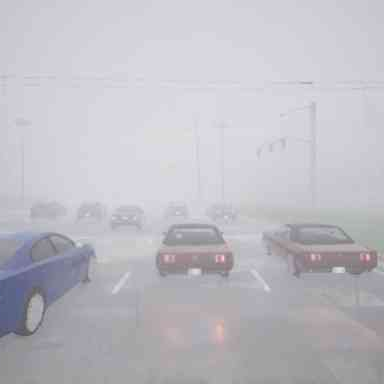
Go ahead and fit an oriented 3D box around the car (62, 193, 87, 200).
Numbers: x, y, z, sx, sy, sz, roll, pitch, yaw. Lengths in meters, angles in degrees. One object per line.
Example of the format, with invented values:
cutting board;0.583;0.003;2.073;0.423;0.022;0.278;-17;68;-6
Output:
car;-29.491;1.545;83.582;5.357;1.411;2.033;0;0;35

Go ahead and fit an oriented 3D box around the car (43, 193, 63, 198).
car;-33.502;1.230;82.139;5.566;2.045;2.150;0;0;32

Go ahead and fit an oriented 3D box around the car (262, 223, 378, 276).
car;3.525;1.601;10.269;1.895;1.301;4.718;0;0;-1

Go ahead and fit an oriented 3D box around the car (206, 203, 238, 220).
car;2.323;1.602;27.537;1.895;1.301;4.718;0;0;-7

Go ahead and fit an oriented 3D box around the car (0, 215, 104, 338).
car;-3.416;1.478;6.671;1.882;1.535;5.008;0;0;0

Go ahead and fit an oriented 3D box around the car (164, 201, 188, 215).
car;-1.456;1.527;29.363;1.812;1.442;4.674;0;0;-8

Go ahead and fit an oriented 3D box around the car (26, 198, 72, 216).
car;-11.813;1.492;27.576;2.128;1.511;4.902;0;0;-8

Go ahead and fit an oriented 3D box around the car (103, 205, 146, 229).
car;-4.074;1.549;21.559;2.033;1.411;5.357;0;0;-5

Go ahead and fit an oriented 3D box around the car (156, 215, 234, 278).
car;0.028;1.601;10.106;1.895;1.301;4.718;0;0;-1

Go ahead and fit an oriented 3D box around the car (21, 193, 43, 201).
car;-38.219;1.230;80.906;5.566;2.045;2.150;0;0;28

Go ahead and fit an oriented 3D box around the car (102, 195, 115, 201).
car;-21.743;1.529;86.333;4.674;1.442;1.812;0;0;42

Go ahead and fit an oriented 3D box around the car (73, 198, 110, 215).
car;-8.299;1.506;27.769;1.837;1.490;4.892;0;0;-8

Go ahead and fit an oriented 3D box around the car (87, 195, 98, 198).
car;-25.998;1.505;85.320;4.892;1.490;1.837;0;0;39
